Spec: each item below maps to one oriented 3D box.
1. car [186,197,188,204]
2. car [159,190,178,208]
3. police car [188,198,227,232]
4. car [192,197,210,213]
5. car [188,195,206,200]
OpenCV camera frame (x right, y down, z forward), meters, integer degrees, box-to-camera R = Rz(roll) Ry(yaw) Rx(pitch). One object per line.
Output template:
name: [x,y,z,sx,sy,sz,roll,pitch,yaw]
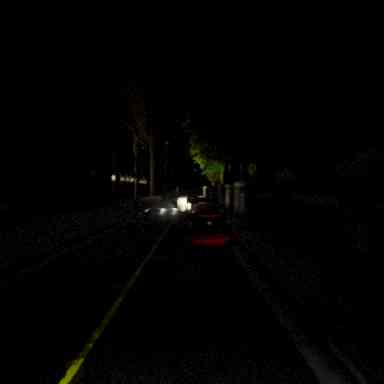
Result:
car: [0.017,1.214,56.533,2.128,1.511,4.902,0,1,0]
car: [-3.069,1.034,45.510,2.150,2.045,5.566,0,0,0]
police car: [0.906,1.370,19.655,1.930,1.638,5.238,0,0,0]
car: [0.910,1.374,35.546,1.837,1.490,4.892,0,0,0]
car: [0.908,1.252,29.515,2.097,1.767,4.553,0,0,0]
